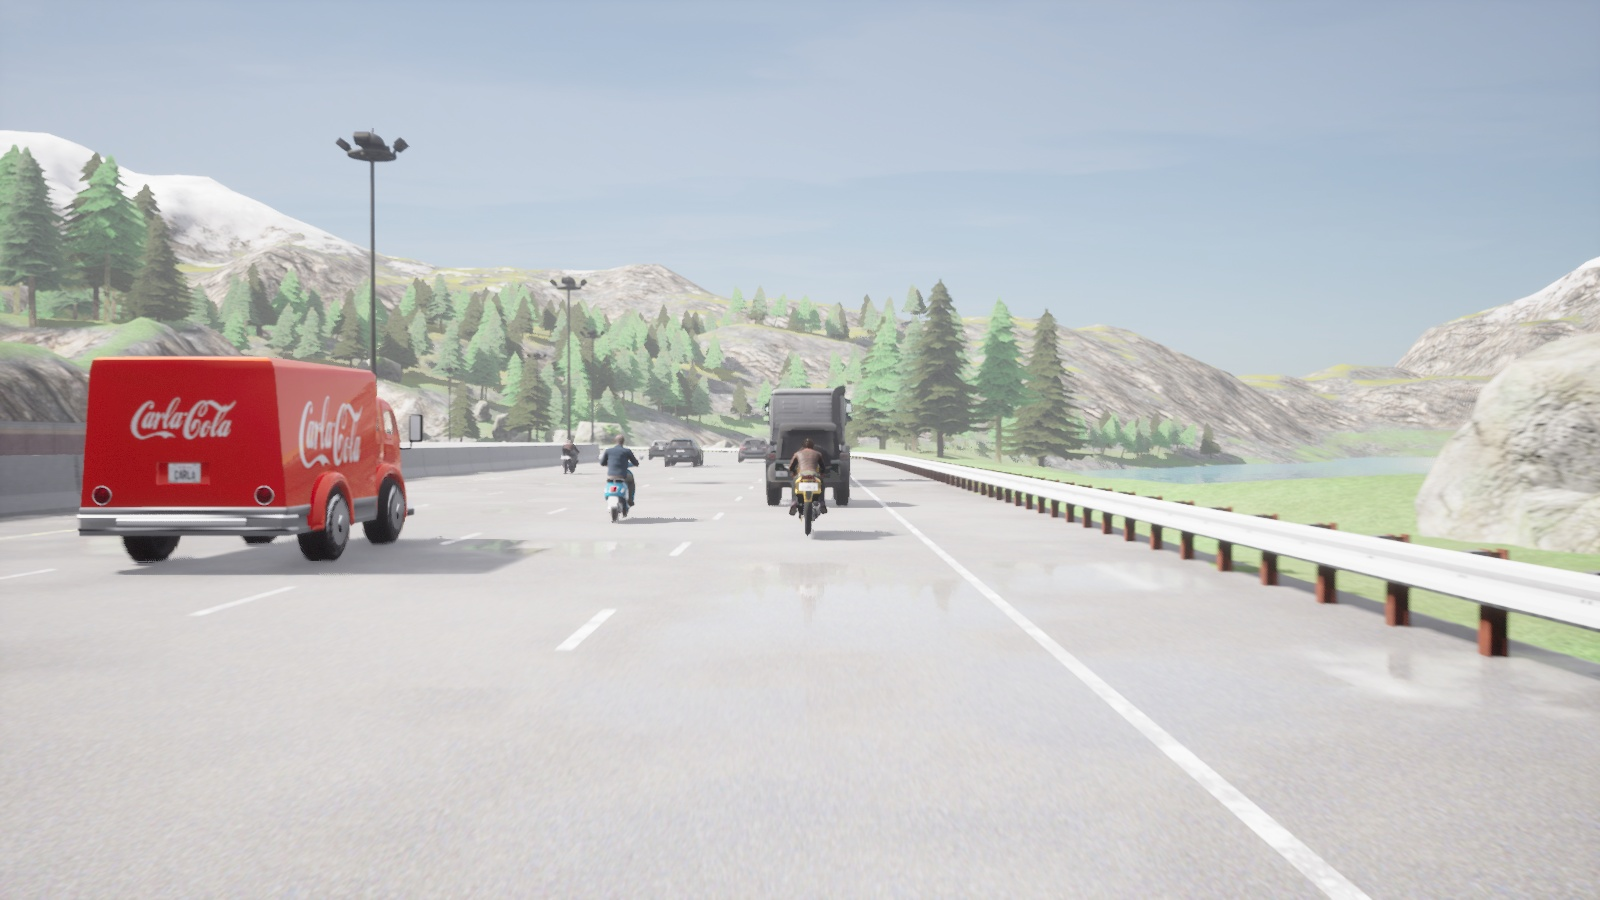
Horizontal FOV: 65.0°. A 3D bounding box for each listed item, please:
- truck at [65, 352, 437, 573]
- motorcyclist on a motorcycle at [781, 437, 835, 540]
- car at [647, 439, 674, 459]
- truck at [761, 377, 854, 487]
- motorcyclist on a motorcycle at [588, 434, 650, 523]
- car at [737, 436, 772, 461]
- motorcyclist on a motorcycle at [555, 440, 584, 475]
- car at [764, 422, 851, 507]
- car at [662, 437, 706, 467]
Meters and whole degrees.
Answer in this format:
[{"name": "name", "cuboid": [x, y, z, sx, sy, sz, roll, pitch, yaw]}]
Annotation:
[{"name": "truck", "cuboid": [-6.891, 0.116, 16.642, 2.627, 2.467, 5.204, 0, 0, 0]}, {"name": "motorcyclist on a motorcycle", "cuboid": [0.126, 0.566, 19.697, 0.797, 1.523, 2.044, 0, 1, 0]}, {"name": "car", "cuboid": [-10.641, -0.091, 96.173, 1.970, 1.475, 3.806, 0, 0, -5]}, {"name": "truck", "cuboid": [0.259, -0.594, 43.444, 2.891, 3.462, 7.936, 0, 0, 0]}, {"name": "motorcyclist on a motorcycle", "cuboid": [-3.353, 0.504, 23.416, 0.866, 1.590, 1.817, 0, 0, 0]}, {"name": "car", "cuboid": [-3.053, -0.117, 85.389, 2.242, 1.667, 4.611, 0, 0, -1]}, {"name": "motorcyclist on a motorcycle", "cuboid": [-10.172, 0.314, 55.569, 0.866, 1.530, 2.191, 0, 0, 0]}, {"name": "car", "cuboid": [0.182, 0.299, 29.573, 1.905, 1.878, 3.866, 0, 1, 0]}, {"name": "car", "cuboid": [-6.582, 0.079, 71.678, 2.033, 1.649, 4.856, 0, 0, 0]}]
